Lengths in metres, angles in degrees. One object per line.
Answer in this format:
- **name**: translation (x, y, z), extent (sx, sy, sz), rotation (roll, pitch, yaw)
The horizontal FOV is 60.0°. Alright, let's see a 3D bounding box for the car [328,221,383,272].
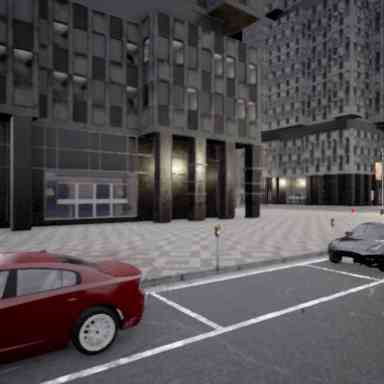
- **car**: translation (6.353, 1.649, 11.062), extent (4.313, 1.339, 1.947), rotation (1, 0, -35)

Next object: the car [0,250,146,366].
- **car**: translation (-2.829, 1.547, 4.516), extent (4.507, 1.381, 1.887), rotation (0, 0, -35)

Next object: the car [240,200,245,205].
- **car**: translation (10.286, 2.327, 67.843), extent (1.837, 1.490, 4.892), rotation (0, -1, -35)
